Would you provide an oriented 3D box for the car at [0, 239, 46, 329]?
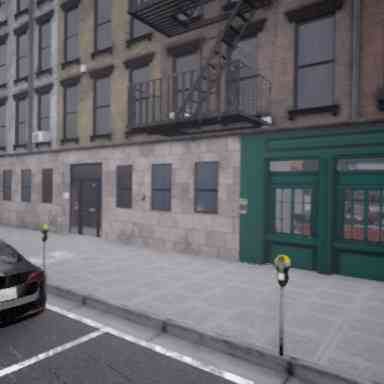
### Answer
[{"bbox_3d":[-4.319,1.449,5.891,4.313,1.339,1.947,1,1,36],"label":"car"}]
